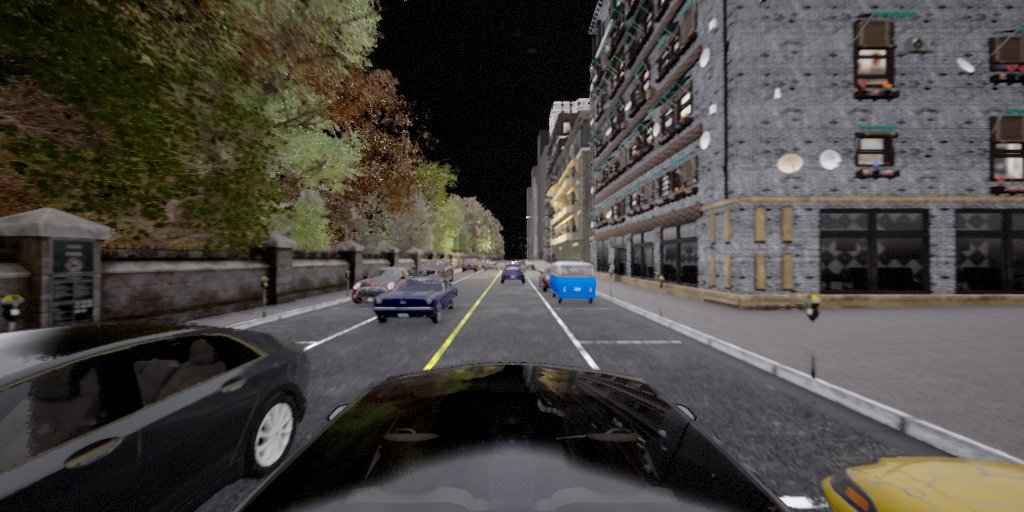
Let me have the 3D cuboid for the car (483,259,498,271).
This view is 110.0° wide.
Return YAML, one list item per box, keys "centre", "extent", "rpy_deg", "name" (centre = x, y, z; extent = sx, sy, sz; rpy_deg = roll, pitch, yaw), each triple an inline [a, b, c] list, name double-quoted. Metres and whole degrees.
- centre: [-3.097, 1.526, 53.723]
  extent: [1.994, 1.385, 4.181]
  rpy_deg: [0, 0, 0]
  name: "car"

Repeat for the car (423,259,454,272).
- centre: [-5.710, 1.170, 27.586]
  extent: [2.192, 1.841, 5.009]
  rpy_deg: [0, 0, 0]
  name: "car"

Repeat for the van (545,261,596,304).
- centre: [2.680, 1.146, 16.518]
  extent: [1.690, 1.789, 3.998]
  rpy_deg: [0, 0, 0]
  name: "van"

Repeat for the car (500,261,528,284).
- centre: [0.081, 1.382, 28.640]
  extent: [1.812, 1.442, 4.674]
  rpy_deg: [0, 0, 0]
  name: "car"

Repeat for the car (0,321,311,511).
- centre: [-3.097, 1.259, 1.955]
  extent: [1.837, 1.490, 4.892]
  rpy_deg: [0, 0, 0]
  name: "car"

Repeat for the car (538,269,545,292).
- centre: [2.676, 1.267, 22.057]
  extent: [1.967, 1.591, 4.097]
  rpy_deg: [0, 0, 0]
  name: "car"

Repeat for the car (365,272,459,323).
- centre: [-3.100, 1.394, 12.439]
  extent: [1.895, 1.301, 4.718]
  rpy_deg: [0, 0, 0]
  name: "car"

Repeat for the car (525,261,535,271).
- centre: [2.650, 1.516, 55.288]
  extent: [2.007, 1.370, 4.403]
  rpy_deg: [0, 0, 0]
  name: "car"

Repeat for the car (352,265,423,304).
- centre: [-5.701, 1.250, 16.509]
  extent: [1.967, 1.591, 4.097]
  rpy_deg: [0, 0, 0]
  name: "car"

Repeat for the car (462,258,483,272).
- centre: [-5.726, 1.262, 49.741]
  extent: [2.192, 1.841, 5.009]
  rpy_deg: [0, 0, 0]
  name: "car"
